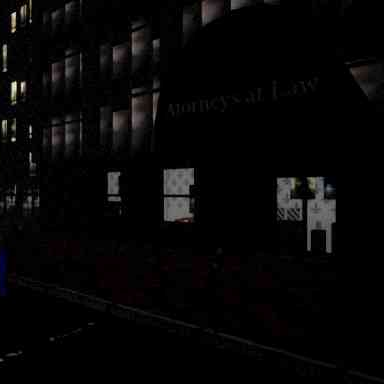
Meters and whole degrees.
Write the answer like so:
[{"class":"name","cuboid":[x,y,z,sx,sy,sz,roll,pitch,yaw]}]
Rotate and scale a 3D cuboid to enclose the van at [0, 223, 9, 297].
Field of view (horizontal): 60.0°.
[{"class":"van","cuboid":[-5.363,1.341,6.694,3.998,1.788,1.690,0,0,35]}]
